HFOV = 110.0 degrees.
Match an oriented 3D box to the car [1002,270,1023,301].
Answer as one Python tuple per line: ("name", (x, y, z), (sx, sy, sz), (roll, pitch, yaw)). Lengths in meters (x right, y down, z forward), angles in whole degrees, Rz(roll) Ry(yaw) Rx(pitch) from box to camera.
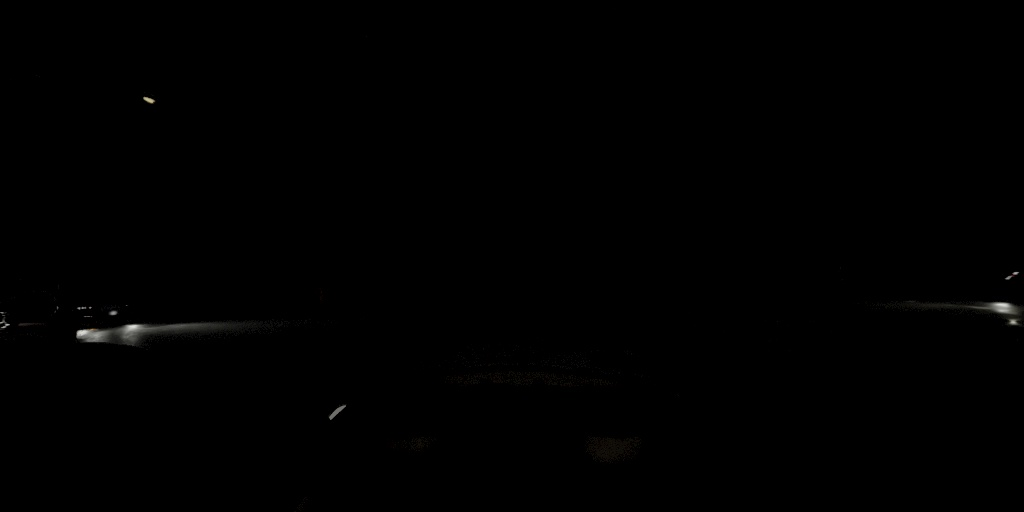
("car", (18.936, 0.578, 11.258), (4.553, 1.767, 2.097), (-2, -3, 10))

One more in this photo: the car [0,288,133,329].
("car", (-17.800, 2.033, 14.311), (4.902, 1.511, 2.128), (-2, -3, 11))

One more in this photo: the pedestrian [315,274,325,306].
("pedestrian", (-11.156, 1.952, 20.790), (0.375, 1.860, 0.375), (-1, -2, 11))
